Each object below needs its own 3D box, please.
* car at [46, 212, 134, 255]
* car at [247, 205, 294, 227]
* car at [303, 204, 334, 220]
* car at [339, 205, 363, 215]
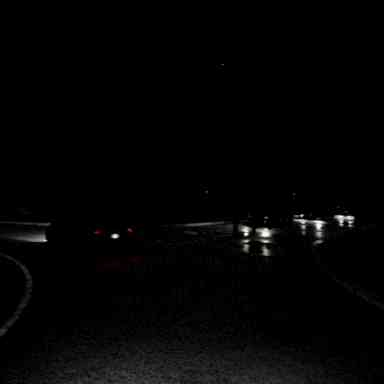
[{"bbox_3d":[-4.101,1.485,13.111,1.994,1.385,4.181,2,-1,-44],"label":"car"},{"bbox_3d":[6.197,1.759,25.902,1.882,1.535,5.008,2,0,41],"label":"car"},{"bbox_3d":[12.882,1.963,33.674,1.837,1.490,4.892,2,1,41],"label":"car"},{"bbox_3d":[20.183,2.104,42.152,2.128,1.511,4.902,2,0,41],"label":"car"}]
